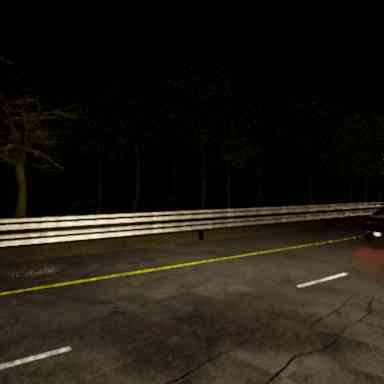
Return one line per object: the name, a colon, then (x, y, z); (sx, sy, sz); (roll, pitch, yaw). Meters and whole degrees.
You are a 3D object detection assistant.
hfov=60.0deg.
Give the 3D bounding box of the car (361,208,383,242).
car: (9.408, 1.429, 14.746); (4.892, 1.490, 1.837); (0, 0, -35)
